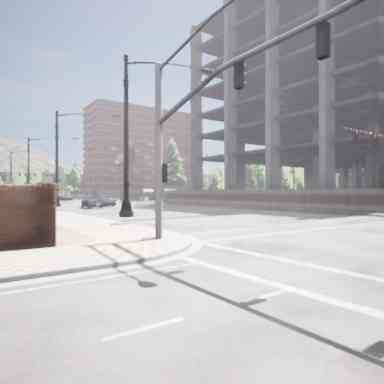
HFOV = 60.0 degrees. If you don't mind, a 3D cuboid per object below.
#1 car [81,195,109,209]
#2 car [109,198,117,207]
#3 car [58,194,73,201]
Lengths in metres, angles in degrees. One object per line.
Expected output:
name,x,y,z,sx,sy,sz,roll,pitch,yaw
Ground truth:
car,-13.250,1.462,44.060,2.128,1.511,4.902,0,0,-35
car,-13.097,1.511,49.990,2.033,1.411,5.357,0,0,-35
car,-30.640,1.549,81.310,1.895,1.301,4.718,0,0,-35
